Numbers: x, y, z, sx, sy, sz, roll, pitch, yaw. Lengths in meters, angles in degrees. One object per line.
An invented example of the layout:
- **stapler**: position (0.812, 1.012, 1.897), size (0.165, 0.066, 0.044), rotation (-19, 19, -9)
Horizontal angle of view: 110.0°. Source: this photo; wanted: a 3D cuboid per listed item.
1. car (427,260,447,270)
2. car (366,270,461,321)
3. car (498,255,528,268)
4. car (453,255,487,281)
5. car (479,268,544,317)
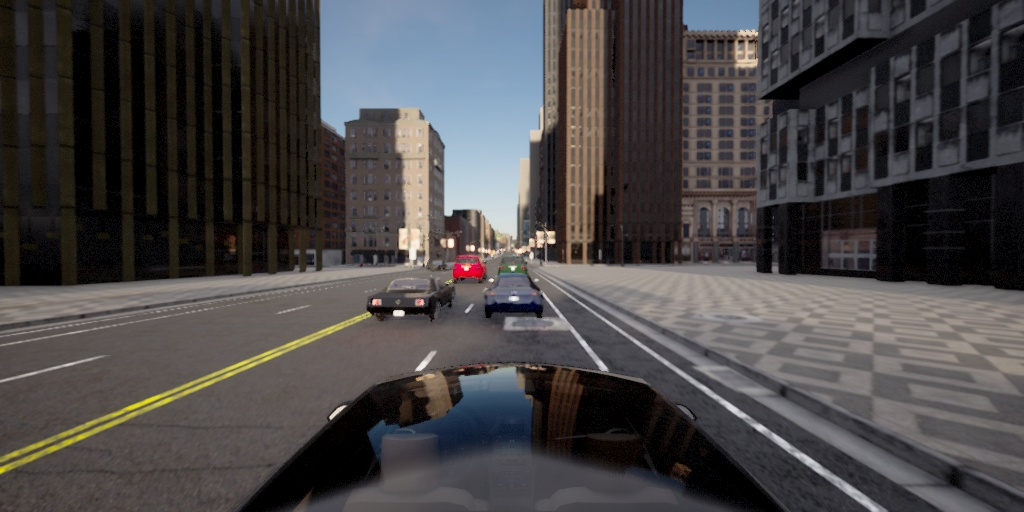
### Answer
- **car**: position (-9.807, 1.247, 47.262), size (1.882, 1.535, 5.008), rotation (0, 0, 0)
- **car**: position (-3.182, 1.341, 12.380), size (1.895, 1.301, 4.718), rotation (0, 0, 0)
- **car**: position (0.079, 0.969, 27.794), size (2.150, 2.045, 5.566), rotation (0, 0, 0)
- **car**: position (-3.173, 0.970, 27.761), size (2.150, 2.045, 5.566), rotation (0, 0, 0)
- **car**: position (0.074, 1.302, 13.163), size (1.994, 1.385, 4.181), rotation (0, 0, 0)
